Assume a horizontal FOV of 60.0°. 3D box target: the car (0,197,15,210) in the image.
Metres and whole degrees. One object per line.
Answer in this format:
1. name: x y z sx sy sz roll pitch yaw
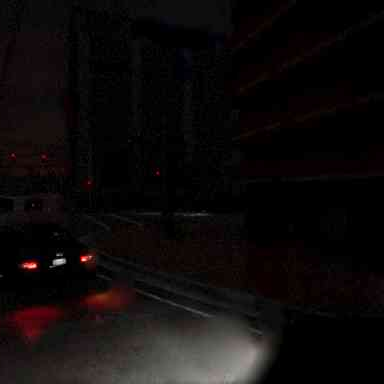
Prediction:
1. car: -23.468 1.490 41.597 2.128 1.511 4.902 0 0 -23

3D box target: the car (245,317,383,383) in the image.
1. car: 2.972 1.547 1.942 5.357 1.411 2.033 0 0 35

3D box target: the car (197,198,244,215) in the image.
1. car: 3.632 1.602 35.309 5.357 1.411 2.033 0 0 -22

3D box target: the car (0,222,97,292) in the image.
1. car: -4.408 1.547 9.102 2.033 1.411 5.357 0 0 -38

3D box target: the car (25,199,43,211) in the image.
1. car: -19.019 1.546 40.054 2.033 1.411 5.357 0 0 -23

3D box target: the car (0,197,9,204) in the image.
1. car: -37.371 1.593 65.322 1.895 1.301 4.718 0 0 -23

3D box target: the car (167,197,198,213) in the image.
1. car: -0.668 1.407 37.319 4.553 1.767 2.097 0 0 -22
